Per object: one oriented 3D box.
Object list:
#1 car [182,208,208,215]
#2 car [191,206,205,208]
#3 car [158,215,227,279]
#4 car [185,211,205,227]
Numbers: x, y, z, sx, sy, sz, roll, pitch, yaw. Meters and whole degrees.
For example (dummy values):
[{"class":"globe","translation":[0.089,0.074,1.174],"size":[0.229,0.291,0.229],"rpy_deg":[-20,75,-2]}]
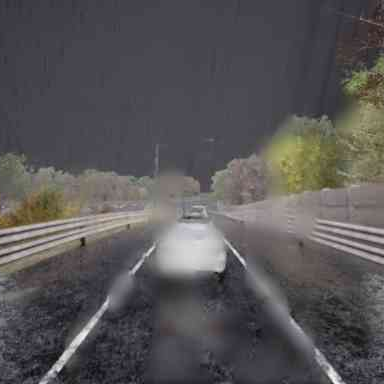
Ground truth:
[{"class":"car","translation":[0.092,2.030,22.888],"size":[2.128,1.511,4.902],"rpy_deg":[0,-3,1]},{"class":"car","translation":[0.809,2.859,42.287],"size":[2.150,2.045,5.566],"rpy_deg":[0,-3,3]},{"class":"car","translation":[0.012,1.650,10.314],"size":[1.812,1.442,4.674],"rpy_deg":[0,-1,0]},{"class":"car","translation":[0.336,2.588,32.724],"size":[1.812,1.442,4.674],"rpy_deg":[0,-3,2]}]
